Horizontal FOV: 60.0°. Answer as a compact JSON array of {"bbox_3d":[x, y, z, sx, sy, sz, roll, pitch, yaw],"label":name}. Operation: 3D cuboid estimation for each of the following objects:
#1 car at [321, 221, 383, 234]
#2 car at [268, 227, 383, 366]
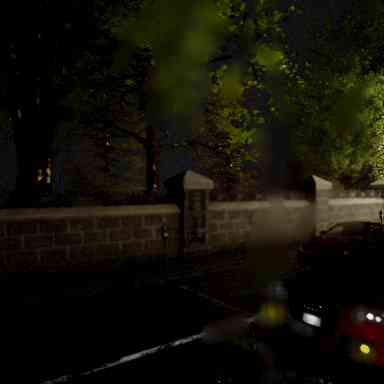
[{"bbox_3d":[5.006,1.568,10.129,4.206,1.307,1.802,0,0,-35],"label":"car"},{"bbox_3d":[3.255,1.555,5.698,4.181,1.385,1.994,0,0,-35],"label":"car"}]
